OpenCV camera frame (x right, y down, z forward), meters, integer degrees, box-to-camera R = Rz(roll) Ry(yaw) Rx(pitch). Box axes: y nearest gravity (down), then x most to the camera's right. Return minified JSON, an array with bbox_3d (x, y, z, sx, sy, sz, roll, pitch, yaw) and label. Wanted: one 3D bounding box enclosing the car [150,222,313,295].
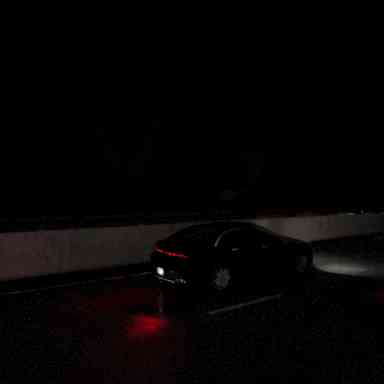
[{"bbox_3d":[1.256,1.568,8.942,4.892,1.490,1.837,1,0,-35],"label":"car"}]
